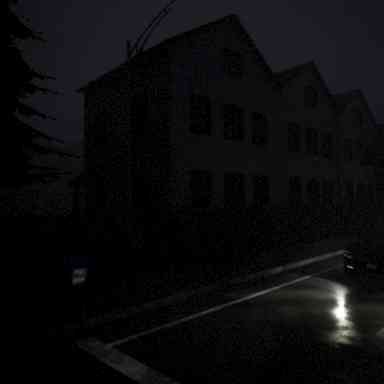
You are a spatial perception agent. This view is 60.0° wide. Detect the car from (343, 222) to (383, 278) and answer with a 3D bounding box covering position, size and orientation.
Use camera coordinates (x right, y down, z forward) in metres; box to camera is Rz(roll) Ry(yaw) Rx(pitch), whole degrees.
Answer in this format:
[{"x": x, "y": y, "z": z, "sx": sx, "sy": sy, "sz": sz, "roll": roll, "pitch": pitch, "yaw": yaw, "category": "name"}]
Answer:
[{"x": 6.462, "y": 1.683, "z": 10.383, "sx": 5.008, "sy": 1.535, "sz": 1.882, "roll": 1, "pitch": -2, "yaw": -44, "category": "car"}]
